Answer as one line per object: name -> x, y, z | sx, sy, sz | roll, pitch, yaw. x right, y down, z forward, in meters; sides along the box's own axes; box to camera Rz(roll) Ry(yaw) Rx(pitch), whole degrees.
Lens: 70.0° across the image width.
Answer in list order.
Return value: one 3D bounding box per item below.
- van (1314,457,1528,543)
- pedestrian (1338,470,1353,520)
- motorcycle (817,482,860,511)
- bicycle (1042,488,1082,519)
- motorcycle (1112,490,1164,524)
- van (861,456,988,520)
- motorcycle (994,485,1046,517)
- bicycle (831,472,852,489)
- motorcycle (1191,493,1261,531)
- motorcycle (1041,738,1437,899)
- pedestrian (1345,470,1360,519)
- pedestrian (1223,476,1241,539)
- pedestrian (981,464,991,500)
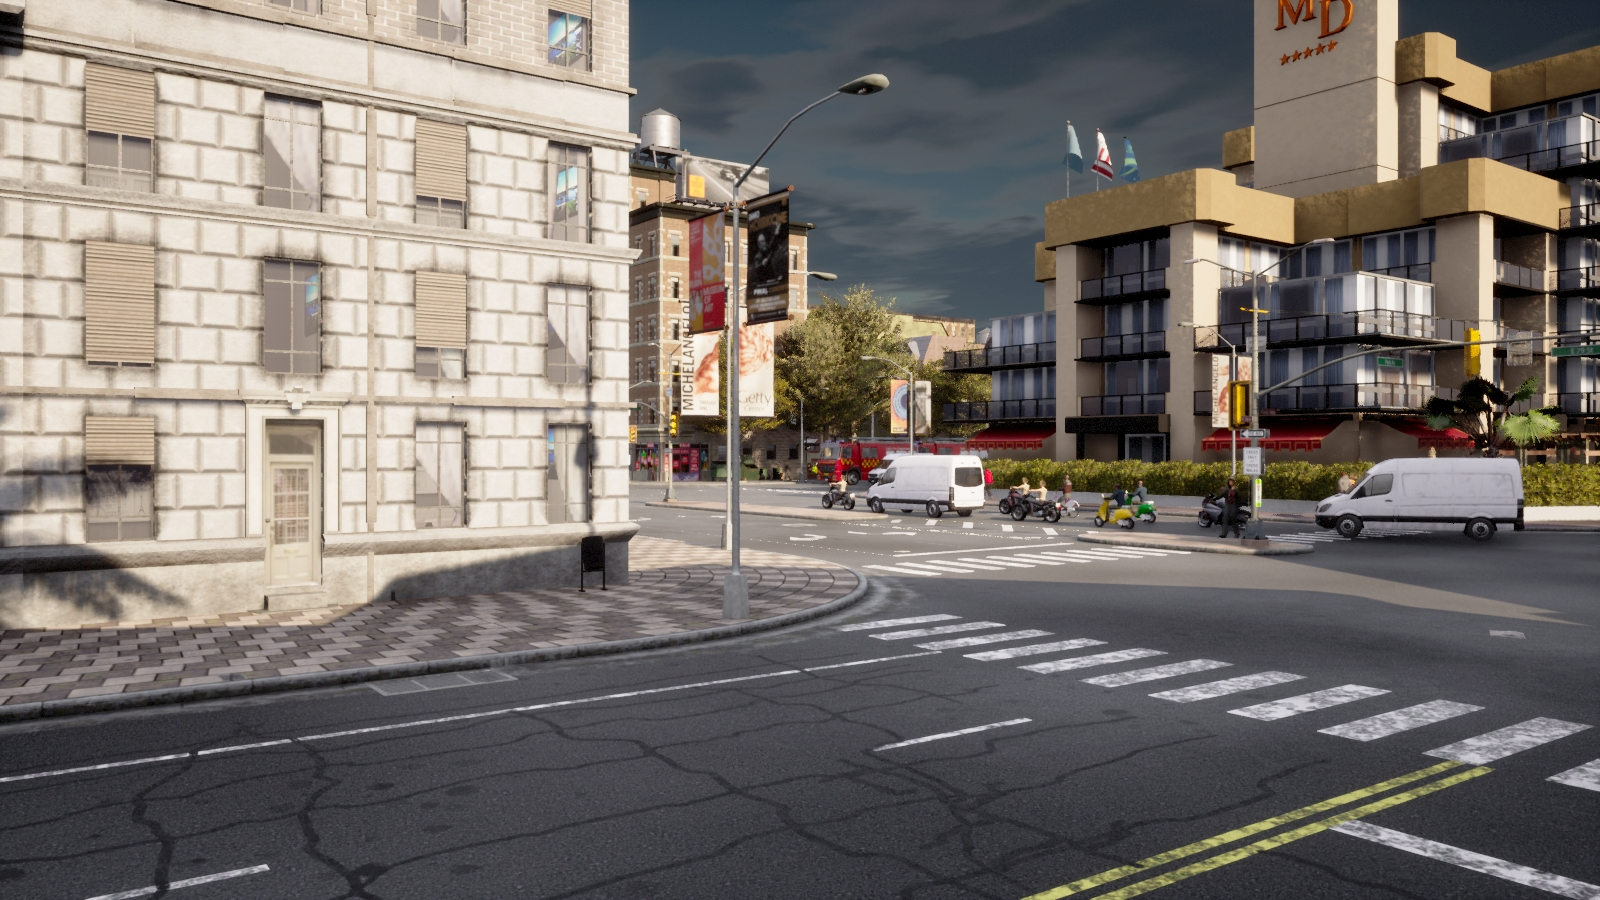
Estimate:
van -> 19.815, 1.535, 36.794 | 5.915, 2.561, 1.988 | 0, 0, 25
pedestrian -> 20.665, 1.696, 43.277 | 0.375, 1.860, 0.375 | 0, 0, -15
motorcycle -> 1.797, 2.170, 53.778 | 0.764, 1.277, 2.356 | 0, 0, -37
bicycle -> 10.851, 2.210, 47.360 | 0.329, 1.171, 1.835 | 0, 0, -36
motorcycle -> 13.079, 2.182, 44.246 | 0.856, 1.236, 1.805 | 0, 0, -36
van -> 5.246, 1.534, 49.039 | 1.988, 2.561, 5.915 | 0, 0, -36
motorcycle -> 9.406, 2.170, 48.968 | 0.764, 1.277, 2.356 | 0, 0, -34
bicycle -> 2.968, 2.210, 82.097 | 1.835, 1.171, 0.329 | 0, 0, -43
motorcycle -> 15.193, 2.205, 40.836 | 0.867, 1.251, 2.209 | 0, 0, -39
motorcycle -> 2.199, 2.213, 5.612 | 2.033, 1.145, 0.803 | 0, 0, -34
pedestrian -> 21.157, 1.697, 43.744 | 0.375, 1.860, 0.375 | 0, 0, -25
pedestrian -> 12.897, 1.706, 34.120 | 0.375, 1.860, 0.375 | 0, 0, -37
pedestrian -> 9.870, 1.696, 60.590 | 0.375, 1.860, 0.375 | 0, 0, -36
